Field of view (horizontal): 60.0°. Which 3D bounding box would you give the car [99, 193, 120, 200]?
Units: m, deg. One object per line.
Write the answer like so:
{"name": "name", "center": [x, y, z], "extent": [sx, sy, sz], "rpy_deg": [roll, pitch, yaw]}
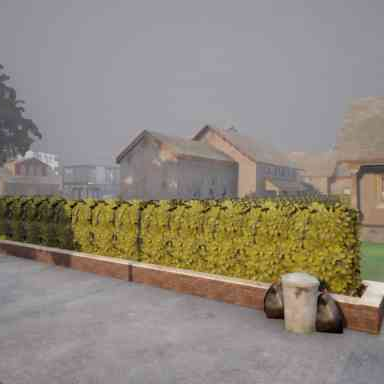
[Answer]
{"name": "car", "center": [-10.362, 1.219, 43.387], "extent": [2.150, 2.045, 5.566], "rpy_deg": [0, 0, 36]}
